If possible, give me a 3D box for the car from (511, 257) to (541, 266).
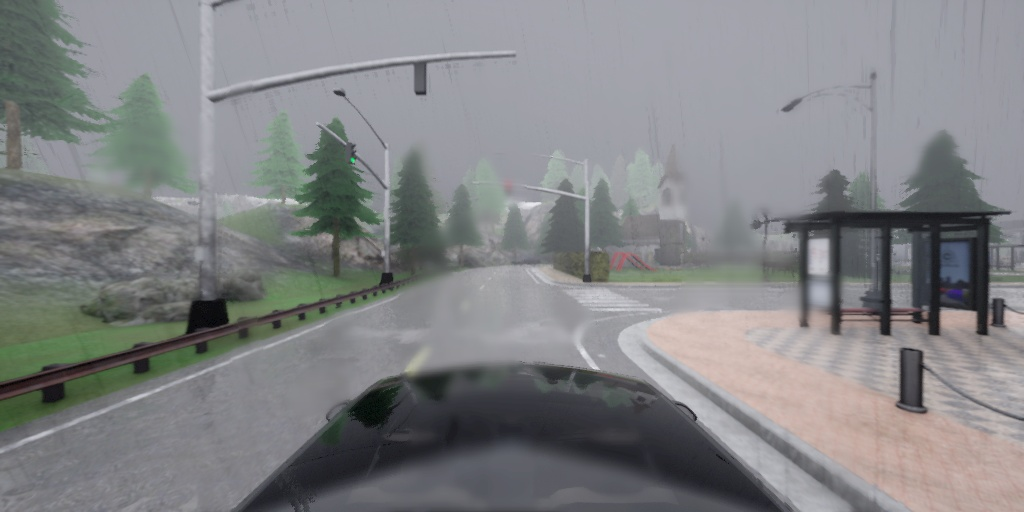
[{"bbox_3d":[2.329,0.822,58.926,5.357,1.411,2.033,0,1,-39],"label":"car"}]
